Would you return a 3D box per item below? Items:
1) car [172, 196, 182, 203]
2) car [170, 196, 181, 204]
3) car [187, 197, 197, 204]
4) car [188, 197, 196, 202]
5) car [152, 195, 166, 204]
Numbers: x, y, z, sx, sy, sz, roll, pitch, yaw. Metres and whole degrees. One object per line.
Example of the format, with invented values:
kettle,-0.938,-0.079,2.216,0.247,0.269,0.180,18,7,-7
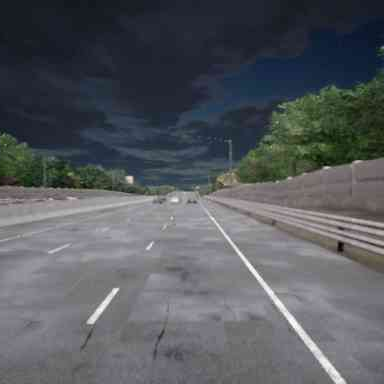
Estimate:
car,-3.497,1.701,79.518,2.128,1.511,4.902,0,0,0
car,-3.496,1.730,69.516,1.812,1.442,4.674,0,0,0
car,0.004,1.758,69.516,1.994,1.385,4.181,0,0,0
car,0.003,1.772,79.547,1.895,1.301,4.718,0,0,0
car,-6.997,1.739,68.266,2.033,1.411,5.357,0,0,0
